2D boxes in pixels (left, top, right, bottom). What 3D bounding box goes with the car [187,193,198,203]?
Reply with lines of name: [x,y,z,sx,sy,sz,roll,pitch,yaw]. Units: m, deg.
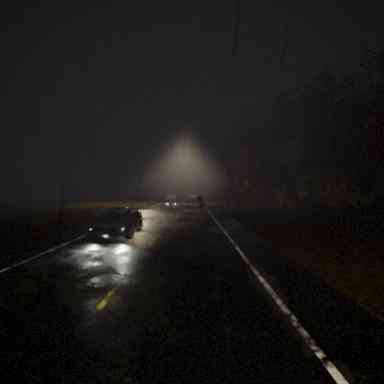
car: [0.085,1.189,58.758,1.994,1.385,4.181,0,0,0]

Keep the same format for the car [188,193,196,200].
car: [0.006,1.050,74.431,1.812,1.442,4.674,0,0,0]

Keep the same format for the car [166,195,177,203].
car: [-3.536,1.175,58.341,2.033,1.411,5.357,0,0,1]

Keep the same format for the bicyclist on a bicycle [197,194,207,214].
bicyclist on a bicycle: [0.989,1.241,30.527,0.866,1.612,1.509,0,0,0]

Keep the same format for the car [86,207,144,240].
car: [-3.600,1.441,16.552,2.033,1.411,5.357,0,0,0]

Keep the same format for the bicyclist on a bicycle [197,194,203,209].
bicyclist on a bicycle: [0.966,1.114,40.138,0.659,1.776,1.843,0,1,0]
